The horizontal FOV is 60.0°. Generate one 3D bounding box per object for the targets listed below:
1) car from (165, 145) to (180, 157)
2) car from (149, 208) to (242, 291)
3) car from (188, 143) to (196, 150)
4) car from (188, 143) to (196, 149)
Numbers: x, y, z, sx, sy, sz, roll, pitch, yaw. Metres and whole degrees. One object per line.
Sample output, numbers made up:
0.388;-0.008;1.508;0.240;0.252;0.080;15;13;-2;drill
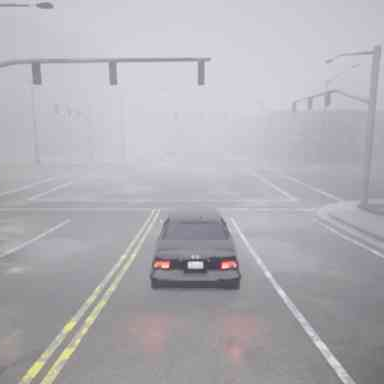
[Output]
-3.552;-6.923;57.919;1.812;1.442;4.674;0;10;1;car
0.075;1.136;8.415;2.033;1.411;5.357;0;5;0;car
0.012;-11.080;80.995;2.097;1.767;4.553;0;10;0;car
0.014;-12.661;91.039;1.994;1.385;4.181;0;10;0;car
